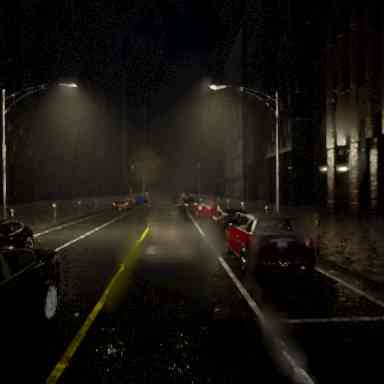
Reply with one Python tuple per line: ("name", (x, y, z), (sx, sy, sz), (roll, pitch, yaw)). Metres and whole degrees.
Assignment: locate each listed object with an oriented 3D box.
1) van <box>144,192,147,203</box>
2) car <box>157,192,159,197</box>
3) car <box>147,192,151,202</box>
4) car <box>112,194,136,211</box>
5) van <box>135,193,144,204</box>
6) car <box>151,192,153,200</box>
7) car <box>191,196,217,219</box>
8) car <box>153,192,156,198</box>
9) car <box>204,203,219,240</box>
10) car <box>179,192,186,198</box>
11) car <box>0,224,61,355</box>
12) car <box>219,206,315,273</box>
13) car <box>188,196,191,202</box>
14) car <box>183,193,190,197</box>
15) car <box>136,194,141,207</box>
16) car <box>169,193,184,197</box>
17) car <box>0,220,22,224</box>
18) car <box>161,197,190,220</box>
("van", (-8.983, 1.108, 55.323), (1.690, 1.788, 3.998), (-1, 0, -3))
("car", (-11.333, 0.900, 94.969), (2.192, 1.841, 5.009), (-1, 0, -3))
("car", (-9.319, 1.055, 60.990), (2.192, 1.841, 5.009), (-1, 0, -3))
("car", (-7.975, 1.291, 38.320), (1.967, 1.590, 4.097), (-1, 0, -3))
("van", (-8.648, 1.136, 49.655), (1.690, 1.788, 3.998), (-1, 0, -3))
("car", (-9.655, 1.027, 66.658), (2.192, 1.841, 5.009), (-1, 0, -3))
("car", (1.206, 1.278, 27.495), (1.967, 1.590, 4.097), (-1, 0, -3))
("car", (-10.327, 0.973, 77.992), (2.192, 1.841, 5.009), (-1, 0, -3))
("car", (1.879, 1.460, 16.161), (1.947, 1.339, 4.313), (-1, 0, -3))
("car", (-2.824, 0.951, 95.507), (1.967, 1.590, 4.097), (-1, 0, -3))
("car", (-3.288, 1.478, 4.266), (1.882, 1.535, 5.008), (0, 0, -3))
("car", (2.213, 1.363, 10.492), (1.967, 1.590, 4.097), (-1, 0, -3))
("car", (0.871, 1.375, 33.163), (1.947, 1.339, 4.313), (-1, 0, -3))
("car", (-0.472, 1.280, 55.835), (1.802, 1.307, 4.206), (-1, 0, -3))
("car", (-8.310, 1.373, 43.989), (2.008, 1.369, 4.403), (-1, 0, -3))
("car", (-2.445, 1.254, 44.052), (1.882, 1.535, 5.008), (0, 0, -3))
("car", (-6.295, 1.558, 9.985), (1.947, 1.339, 4.313), (-1, 0, -3))
("car", (-1.398, 1.368, 26.356), (1.837, 1.490, 4.892), (0, 0, -3))
